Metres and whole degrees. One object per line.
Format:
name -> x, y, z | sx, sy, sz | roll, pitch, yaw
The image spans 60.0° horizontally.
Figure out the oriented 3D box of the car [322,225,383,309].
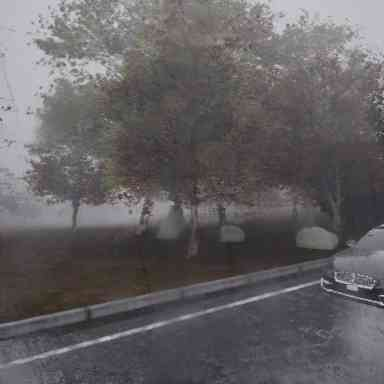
car -> 4.904, 1.486, 7.472 | 4.892, 1.490, 1.837 | 0, 0, -35
